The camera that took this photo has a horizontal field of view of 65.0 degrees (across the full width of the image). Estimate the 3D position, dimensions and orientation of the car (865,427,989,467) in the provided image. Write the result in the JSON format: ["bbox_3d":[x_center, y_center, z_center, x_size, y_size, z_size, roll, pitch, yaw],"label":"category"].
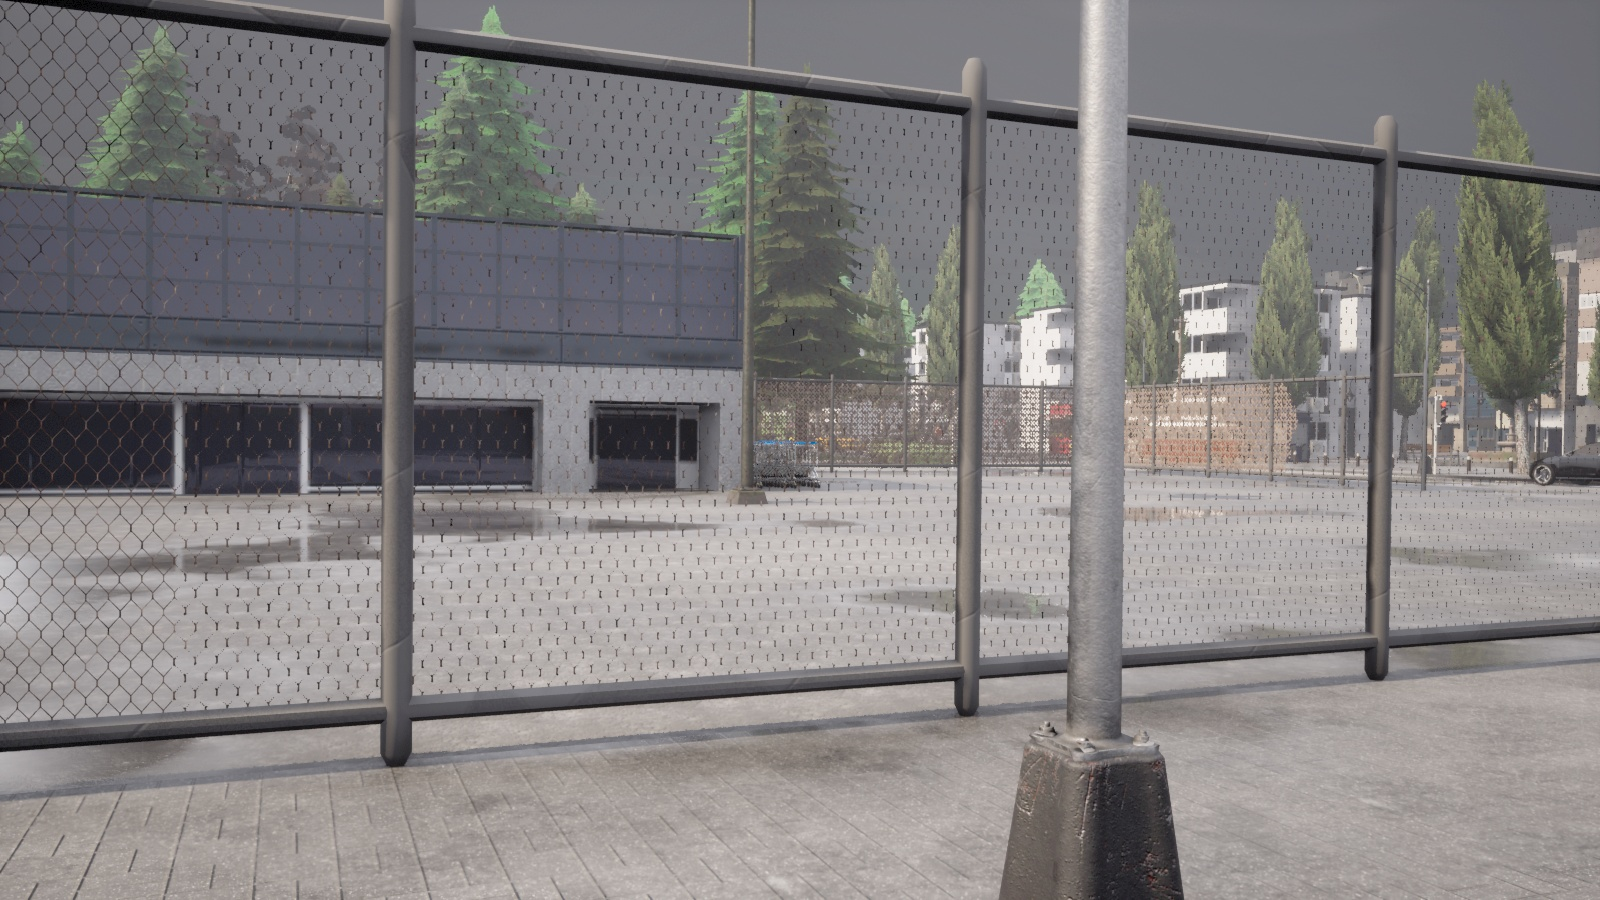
[{"bbox_3d":[5.100,-0.132,50.537,4.514,1.525,2.007,-1,1,-22],"label":"car"}]

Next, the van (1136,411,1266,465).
[{"bbox_3d":[15.934,-0.467,50.090,4.480,2.038,2.069,0,0,44],"label":"van"}]

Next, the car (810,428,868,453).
[{"bbox_3d":[2.559,-0.657,83.993,1.801,1.575,5.366,-1,1,-22],"label":"car"}]

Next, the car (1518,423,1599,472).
[{"bbox_3d":[25.242,-0.109,39.003,2.163,1.488,4.792,-1,1,-22],"label":"car"}]
